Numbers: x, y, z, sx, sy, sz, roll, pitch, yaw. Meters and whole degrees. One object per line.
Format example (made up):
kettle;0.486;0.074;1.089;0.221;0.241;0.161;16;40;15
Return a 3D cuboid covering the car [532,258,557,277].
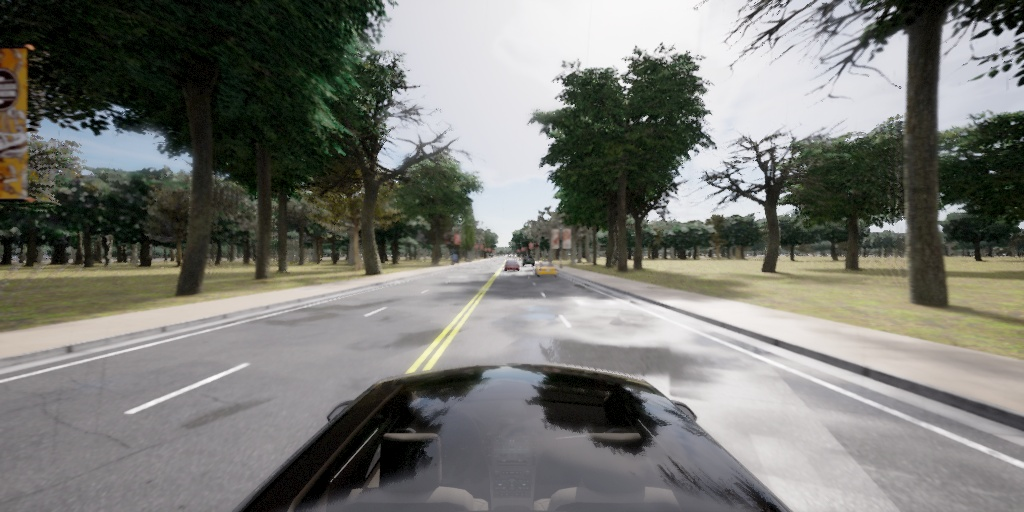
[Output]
car;3.219;1.199;34.391;1.801;1.575;5.366;0;0;0

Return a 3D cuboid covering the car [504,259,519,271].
car;-0.011;1.288;48.751;1.994;1.385;4.181;0;0;0
